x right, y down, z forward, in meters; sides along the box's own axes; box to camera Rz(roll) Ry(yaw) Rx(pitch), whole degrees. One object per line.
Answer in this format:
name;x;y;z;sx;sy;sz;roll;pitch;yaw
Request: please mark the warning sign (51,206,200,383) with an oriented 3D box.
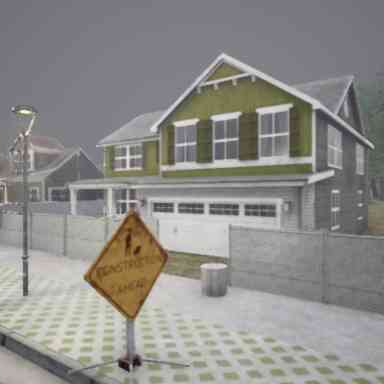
warning sign;-0.714;1.119;3.824;1.060;1.860;1.300;0;0;36
